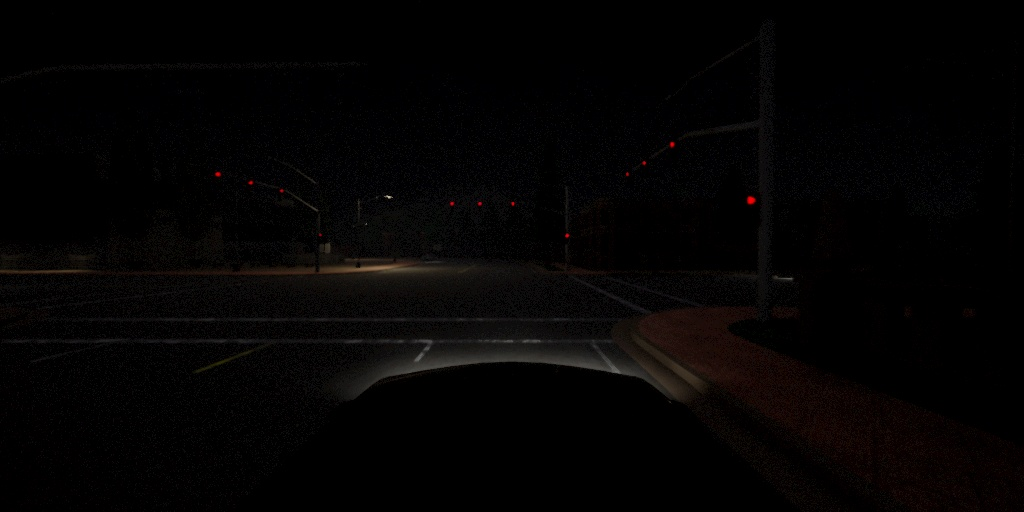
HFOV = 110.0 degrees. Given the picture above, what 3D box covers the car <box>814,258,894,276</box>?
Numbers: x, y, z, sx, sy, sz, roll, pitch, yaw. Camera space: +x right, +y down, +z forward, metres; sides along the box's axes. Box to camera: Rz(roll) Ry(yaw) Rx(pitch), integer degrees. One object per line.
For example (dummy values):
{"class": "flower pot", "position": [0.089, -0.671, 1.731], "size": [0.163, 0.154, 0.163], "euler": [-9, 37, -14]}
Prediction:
{"class": "car", "position": [24.147, 0.890, 25.390], "size": [4.892, 1.490, 1.837], "euler": [0, 1, 0]}
